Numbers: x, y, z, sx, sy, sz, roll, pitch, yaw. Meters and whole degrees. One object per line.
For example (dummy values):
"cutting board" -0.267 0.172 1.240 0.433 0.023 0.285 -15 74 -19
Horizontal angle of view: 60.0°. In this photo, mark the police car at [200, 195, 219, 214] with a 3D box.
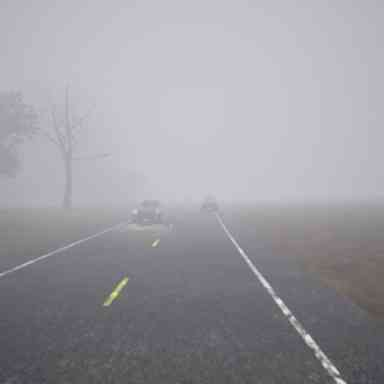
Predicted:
"police car" 1.853 1.437 35.375 1.930 1.638 5.238 0 0 3

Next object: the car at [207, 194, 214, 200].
"car" 5.166 1.367 91.880 1.812 1.442 4.674 0 0 7

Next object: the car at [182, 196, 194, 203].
"car" -0.722 1.564 66.962 1.994 1.385 4.181 0 0 5

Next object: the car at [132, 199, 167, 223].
"car" -3.155 1.362 25.319 2.097 1.767 4.553 0 0 2

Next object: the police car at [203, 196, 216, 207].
"police car" 2.705 1.438 51.299 1.930 1.638 5.238 0 0 4

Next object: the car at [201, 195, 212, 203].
"car" 2.992 1.438 69.681 2.033 1.411 5.357 0 0 5
